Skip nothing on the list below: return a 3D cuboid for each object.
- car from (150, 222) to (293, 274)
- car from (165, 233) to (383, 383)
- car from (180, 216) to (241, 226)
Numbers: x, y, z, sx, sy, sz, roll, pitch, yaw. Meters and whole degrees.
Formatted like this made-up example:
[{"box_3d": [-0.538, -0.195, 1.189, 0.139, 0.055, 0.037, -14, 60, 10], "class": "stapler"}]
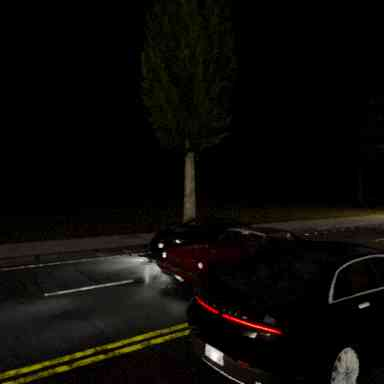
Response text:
[{"box_3d": [1.496, 1.618, 8.745, 4.718, 1.301, 1.895, 0, 0, -35], "class": "car"}, {"box_3d": [2.209, 1.517, 5.015, 4.892, 1.490, 1.837, 0, 0, -36], "class": "car"}, {"box_3d": [0.606, 1.585, 12.101, 4.181, 1.385, 1.994, 0, 0, -35], "class": "car"}]
